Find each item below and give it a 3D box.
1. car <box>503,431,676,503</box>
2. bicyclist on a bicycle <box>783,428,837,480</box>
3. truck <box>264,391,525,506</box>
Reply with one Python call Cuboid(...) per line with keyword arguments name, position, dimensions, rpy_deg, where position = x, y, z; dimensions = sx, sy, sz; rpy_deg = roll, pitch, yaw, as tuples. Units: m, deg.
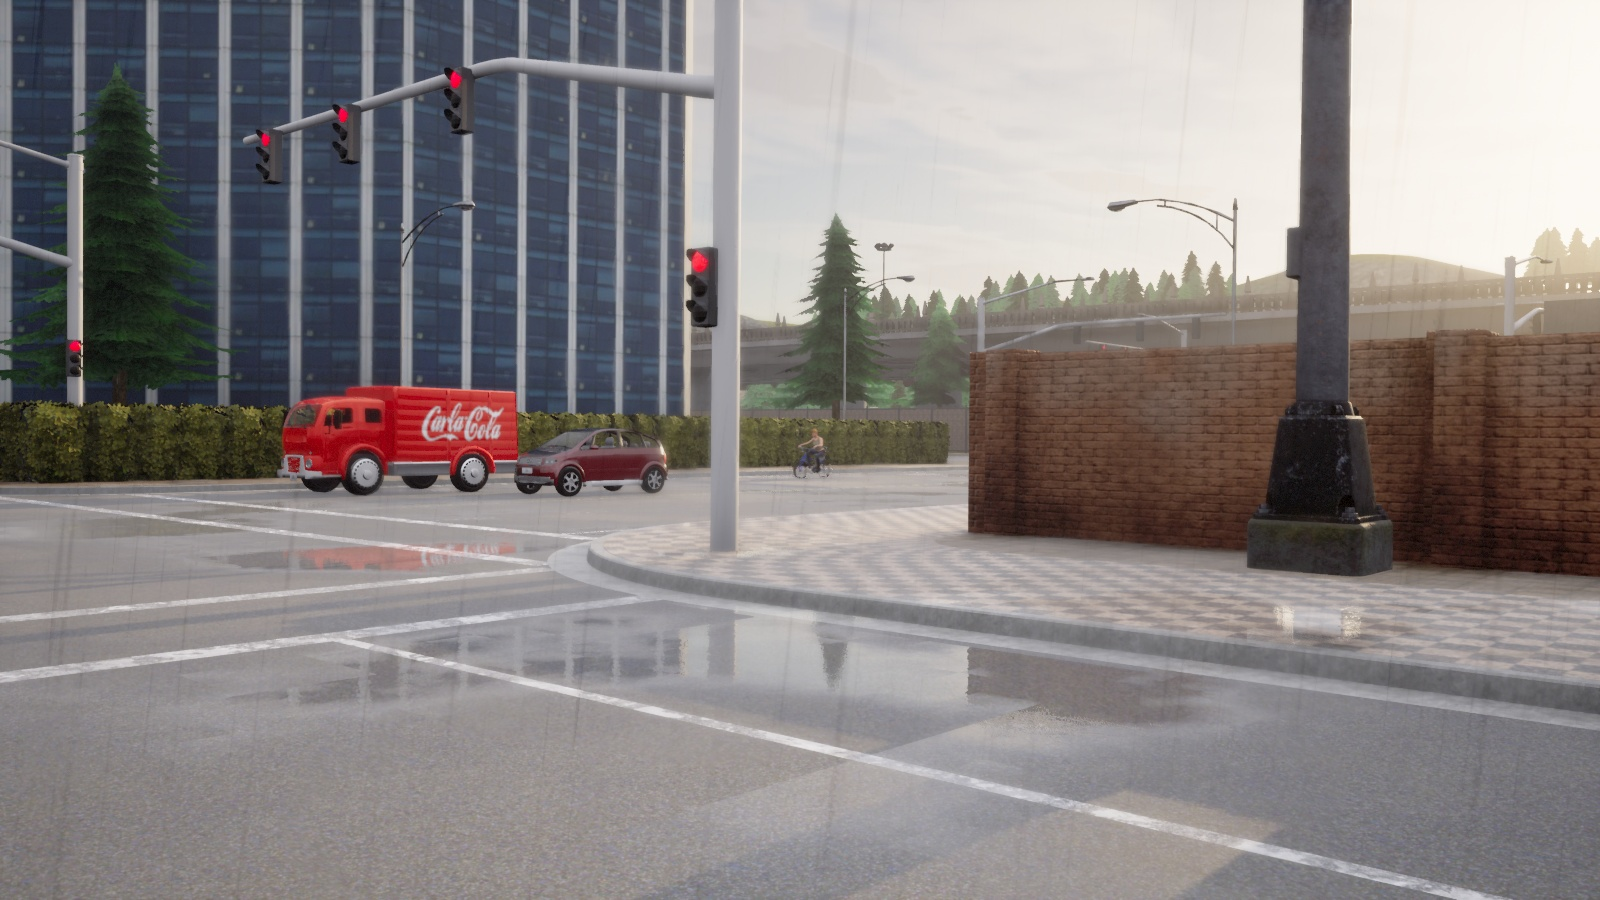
Cuboid(name="car", position=(-4.882, 0.352, 29.483), dimensions=(1.789, 1.549, 3.705), rpy_deg=(0, 1, 41))
Cuboid(name="bicyclist on a bicycle", position=(0.323, 0.117, 40.134), dimensions=(1.509, 1.612, 0.866), rpy_deg=(-1, 2, -39))
Cuboid(name="truck", position=(-9.437, -0.074, 29.588), dimensions=(2.627, 2.467, 5.204), rpy_deg=(0, 1, 41))
